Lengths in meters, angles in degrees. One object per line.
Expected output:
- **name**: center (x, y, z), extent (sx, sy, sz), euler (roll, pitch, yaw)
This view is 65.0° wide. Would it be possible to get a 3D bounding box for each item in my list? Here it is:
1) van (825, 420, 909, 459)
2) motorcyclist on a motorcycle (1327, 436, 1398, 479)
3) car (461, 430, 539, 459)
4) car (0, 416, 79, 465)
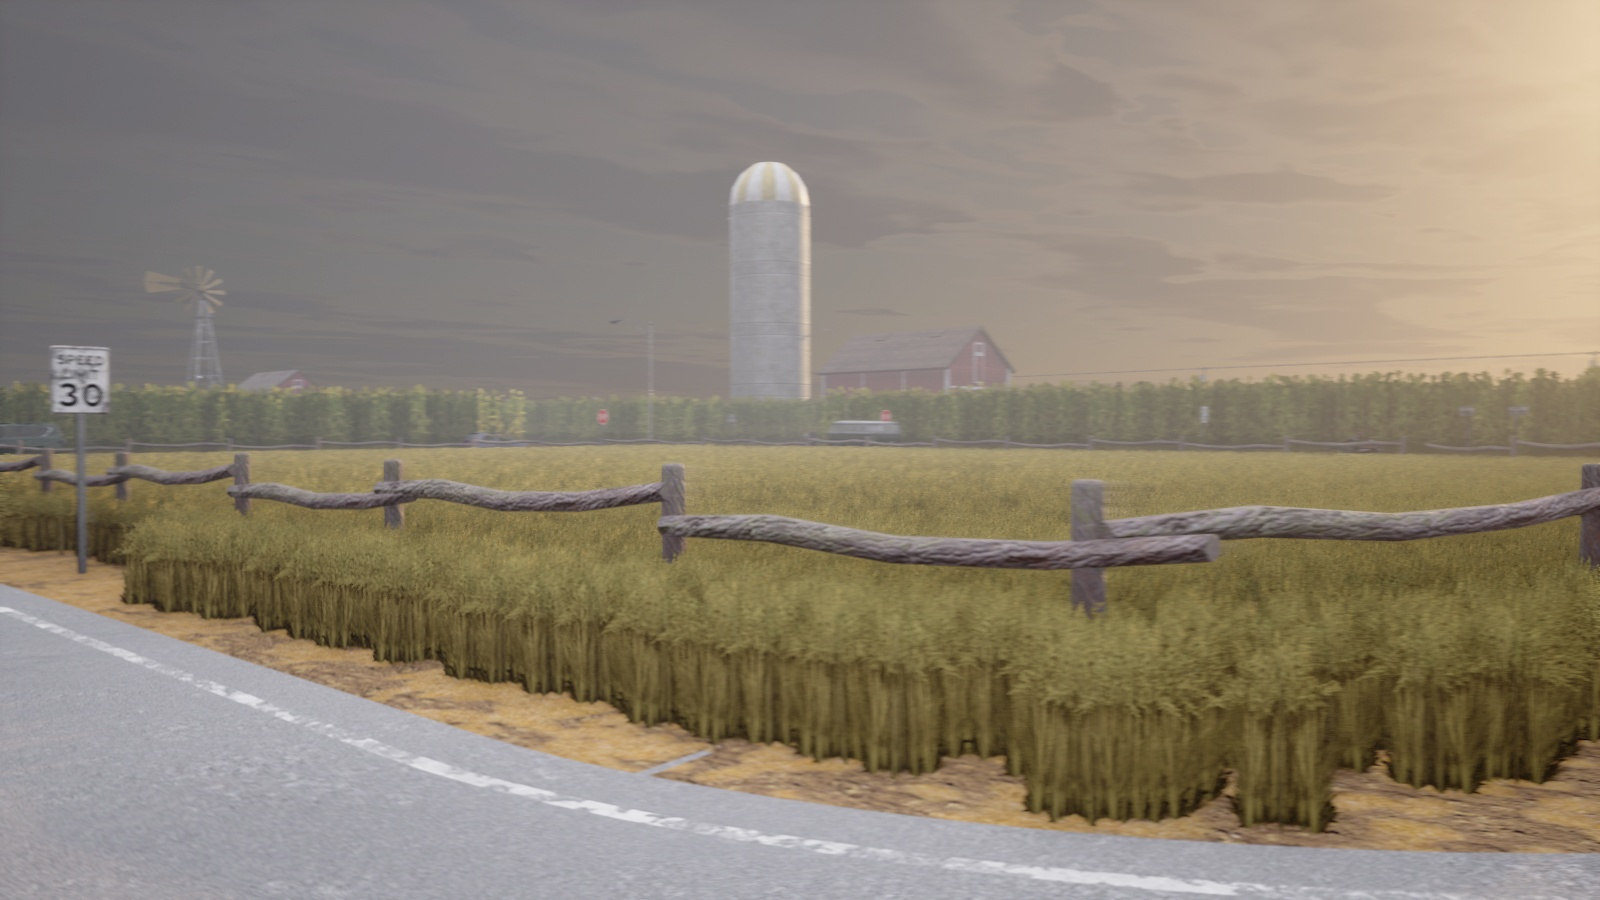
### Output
- **van**: center (3.589, -0.575, 67.669), extent (1.775, 1.987, 4.442), euler (-1, 2, -45)
- **motorcyclist on a motorcycle**: center (20.587, 0.270, 45.973), extent (0.866, 1.530, 2.191), euler (-1, 1, -45)
- **car**: center (-16.068, -0.305, 67.302), extent (3.633, 1.501, 1.845), euler (-1, 2, -45)
- **car**: center (-34.228, -0.401, 53.649), extent (5.566, 2.045, 2.150), euler (-1, 1, -45)
